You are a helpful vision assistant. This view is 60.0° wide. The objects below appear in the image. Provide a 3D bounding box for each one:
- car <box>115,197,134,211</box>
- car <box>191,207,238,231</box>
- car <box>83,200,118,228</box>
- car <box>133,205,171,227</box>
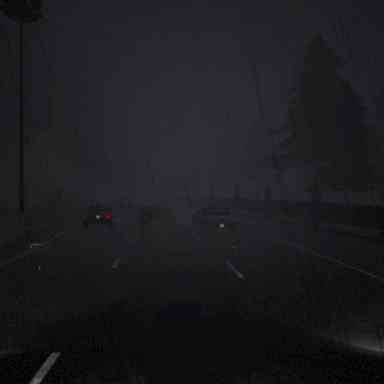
[{"bbox_3d":[-8.381,1.332,39.911,2.097,1.767,4.553,0,0,-22],"label":"car"},{"bbox_3d":[1.241,1.576,20.606,1.895,1.301,4.718,0,0,-11],"label":"car"},{"bbox_3d":[-6.232,1.540,22.393,2.033,1.411,5.357,0,0,-14],"label":"car"},{"bbox_3d":[-2.717,1.584,22.604,1.895,1.301,4.718,0,0,-13],"label":"car"}]
